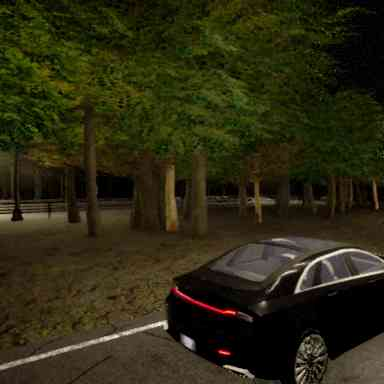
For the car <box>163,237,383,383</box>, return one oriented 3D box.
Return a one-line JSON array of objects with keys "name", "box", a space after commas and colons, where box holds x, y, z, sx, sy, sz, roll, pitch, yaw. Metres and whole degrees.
[{"name": "car", "box": [1.897, 1.476, 5.216, 4.902, 1.511, 2.128, 0, 0, -36]}]
